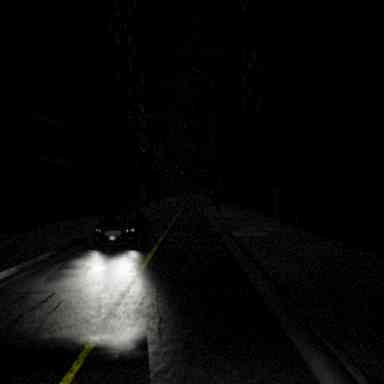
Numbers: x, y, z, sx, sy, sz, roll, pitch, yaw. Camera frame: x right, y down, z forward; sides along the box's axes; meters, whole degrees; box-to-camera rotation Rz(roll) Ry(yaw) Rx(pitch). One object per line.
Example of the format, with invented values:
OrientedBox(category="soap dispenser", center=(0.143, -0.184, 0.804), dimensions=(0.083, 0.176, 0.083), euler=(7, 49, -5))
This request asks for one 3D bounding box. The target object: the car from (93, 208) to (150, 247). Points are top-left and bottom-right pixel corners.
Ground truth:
OrientedBox(category="car", center=(-3.099, 1.534, 15.386), dimensions=(2.128, 1.511, 4.902), euler=(0, 0, 0))
